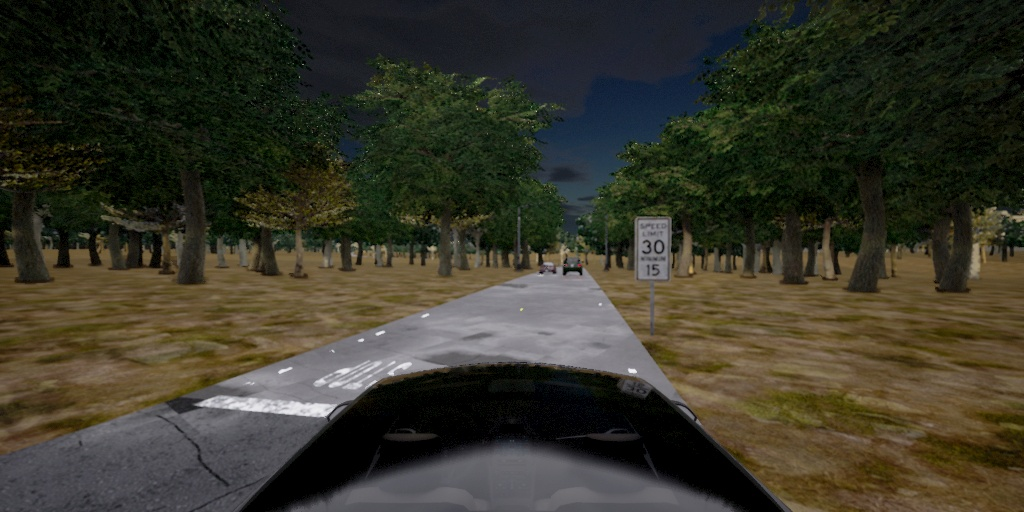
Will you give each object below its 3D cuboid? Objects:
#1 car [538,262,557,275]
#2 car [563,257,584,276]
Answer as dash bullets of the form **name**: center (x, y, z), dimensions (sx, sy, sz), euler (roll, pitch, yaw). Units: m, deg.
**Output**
- **car**: center (4.491, 1.501, 44.296), dimensions (1.812, 1.442, 4.674), euler (0, -1, 10)
- **car**: center (6.957, 1.167, 40.902), dimensions (2.150, 2.045, 5.566), euler (0, -1, 11)
